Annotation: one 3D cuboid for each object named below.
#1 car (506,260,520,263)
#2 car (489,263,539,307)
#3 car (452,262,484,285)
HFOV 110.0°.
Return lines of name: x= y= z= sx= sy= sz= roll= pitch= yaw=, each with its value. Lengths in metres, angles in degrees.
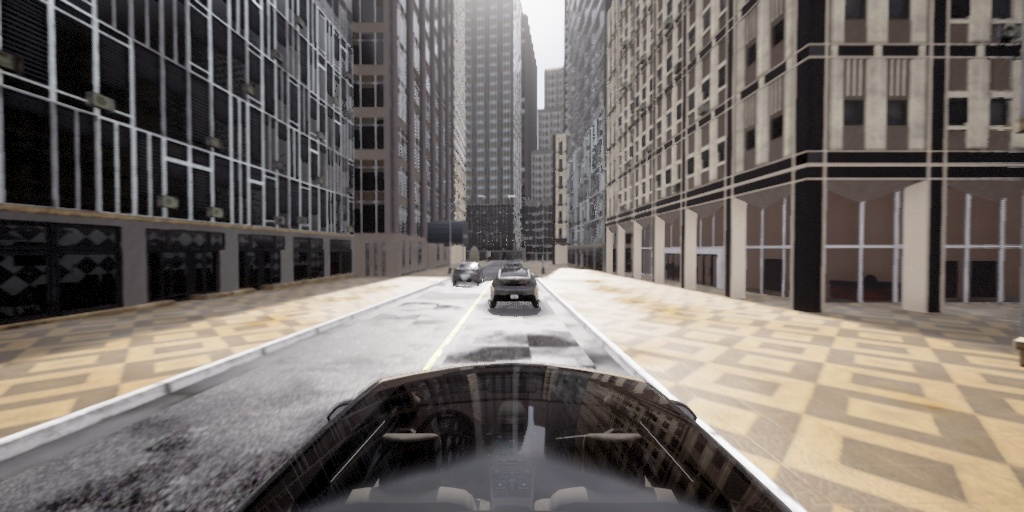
car: x=0.083 y=1.159 z=35.493 sx=2.128 sy=1.511 sz=4.902 roll=0 pitch=0 yaw=0
car: x=0.091 y=1.218 z=15.310 sx=1.837 sy=1.490 sz=4.892 roll=0 pitch=0 yaw=0
car: x=-3.012 y=1.180 z=25.312 sx=2.128 sy=1.511 sz=4.902 roll=0 pitch=0 yaw=0
